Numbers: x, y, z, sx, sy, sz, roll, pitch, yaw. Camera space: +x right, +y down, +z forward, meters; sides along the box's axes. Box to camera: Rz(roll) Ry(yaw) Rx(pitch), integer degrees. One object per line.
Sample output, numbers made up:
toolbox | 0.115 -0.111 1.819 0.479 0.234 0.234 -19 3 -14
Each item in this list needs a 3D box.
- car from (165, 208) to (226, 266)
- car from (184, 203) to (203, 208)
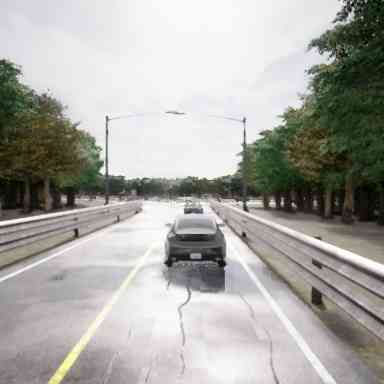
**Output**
car | 0.108 1.519 11.588 1.837 1.490 4.892 0 0 0
car | 0.142 1.725 33.921 1.895 1.301 4.718 1 0 0
